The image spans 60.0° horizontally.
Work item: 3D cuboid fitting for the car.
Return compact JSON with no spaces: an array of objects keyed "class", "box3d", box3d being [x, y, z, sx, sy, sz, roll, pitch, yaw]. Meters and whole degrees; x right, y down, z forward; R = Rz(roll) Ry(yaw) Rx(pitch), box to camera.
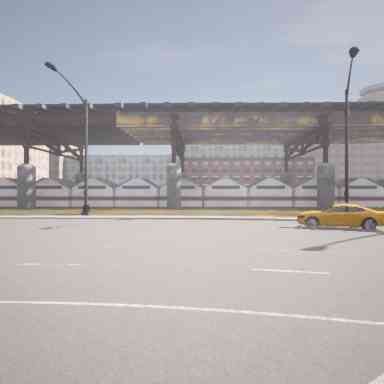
[{"class":"car","box3d":[9.109,1.478,20.396,5.008,1.535,1.882,0,-1,19]}]
